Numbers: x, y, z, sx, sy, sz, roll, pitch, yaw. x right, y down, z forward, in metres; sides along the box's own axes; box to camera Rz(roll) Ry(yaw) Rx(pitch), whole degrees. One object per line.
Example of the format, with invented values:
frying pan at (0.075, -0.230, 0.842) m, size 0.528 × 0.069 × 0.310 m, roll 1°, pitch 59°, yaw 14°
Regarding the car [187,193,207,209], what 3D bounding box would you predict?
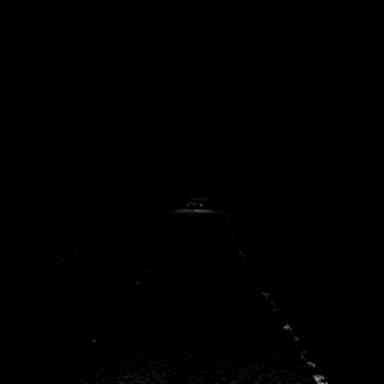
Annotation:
car at (0.743, 1.222, 45.530) m, size 2.150 × 2.045 × 5.566 m, roll 0°, pitch 0°, yaw 10°
